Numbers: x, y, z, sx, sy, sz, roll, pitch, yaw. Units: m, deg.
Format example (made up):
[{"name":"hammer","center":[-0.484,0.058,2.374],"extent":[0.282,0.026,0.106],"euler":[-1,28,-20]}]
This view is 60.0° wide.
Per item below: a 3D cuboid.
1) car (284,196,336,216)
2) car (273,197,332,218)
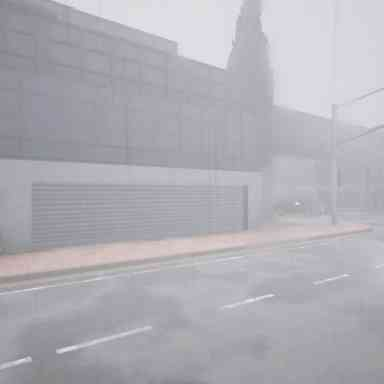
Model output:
[{"name":"car","center":[11.789,1.352,33.423],"extent":[2.097,1.767,4.553],"euler":[0,0,-37]},{"name":"car","center":[9.700,1.492,30.366],"extent":[2.128,1.511,4.902],"euler":[0,0,-37]}]
